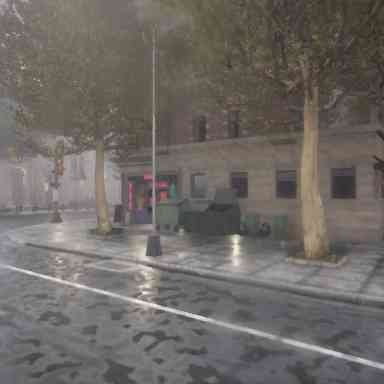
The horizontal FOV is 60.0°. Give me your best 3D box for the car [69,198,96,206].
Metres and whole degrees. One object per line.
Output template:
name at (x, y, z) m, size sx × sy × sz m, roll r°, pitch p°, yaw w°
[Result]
car at (-17.048, 1.592, 52.800) m, size 1.895 × 1.301 × 4.718 m, roll 0°, pitch 0°, yaw 36°
